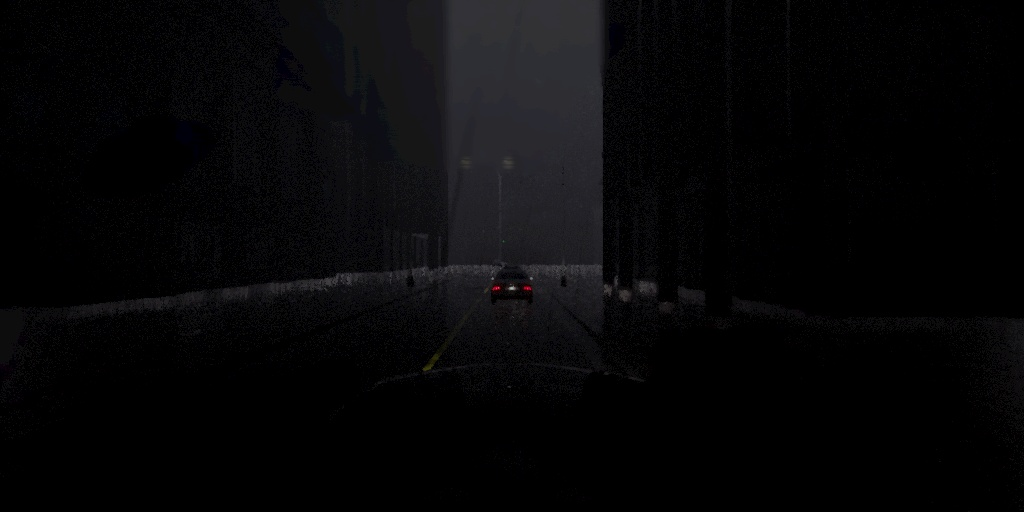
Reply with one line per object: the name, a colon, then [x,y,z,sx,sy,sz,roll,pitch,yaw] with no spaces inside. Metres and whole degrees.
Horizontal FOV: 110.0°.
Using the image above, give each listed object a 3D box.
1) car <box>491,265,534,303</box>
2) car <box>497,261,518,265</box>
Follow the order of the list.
car: [0.000,1.318,16.501,2.033,1.411,5.357,0,0,0]
car: [0.000,1.342,31.503,1.994,1.385,4.181,0,0,0]
